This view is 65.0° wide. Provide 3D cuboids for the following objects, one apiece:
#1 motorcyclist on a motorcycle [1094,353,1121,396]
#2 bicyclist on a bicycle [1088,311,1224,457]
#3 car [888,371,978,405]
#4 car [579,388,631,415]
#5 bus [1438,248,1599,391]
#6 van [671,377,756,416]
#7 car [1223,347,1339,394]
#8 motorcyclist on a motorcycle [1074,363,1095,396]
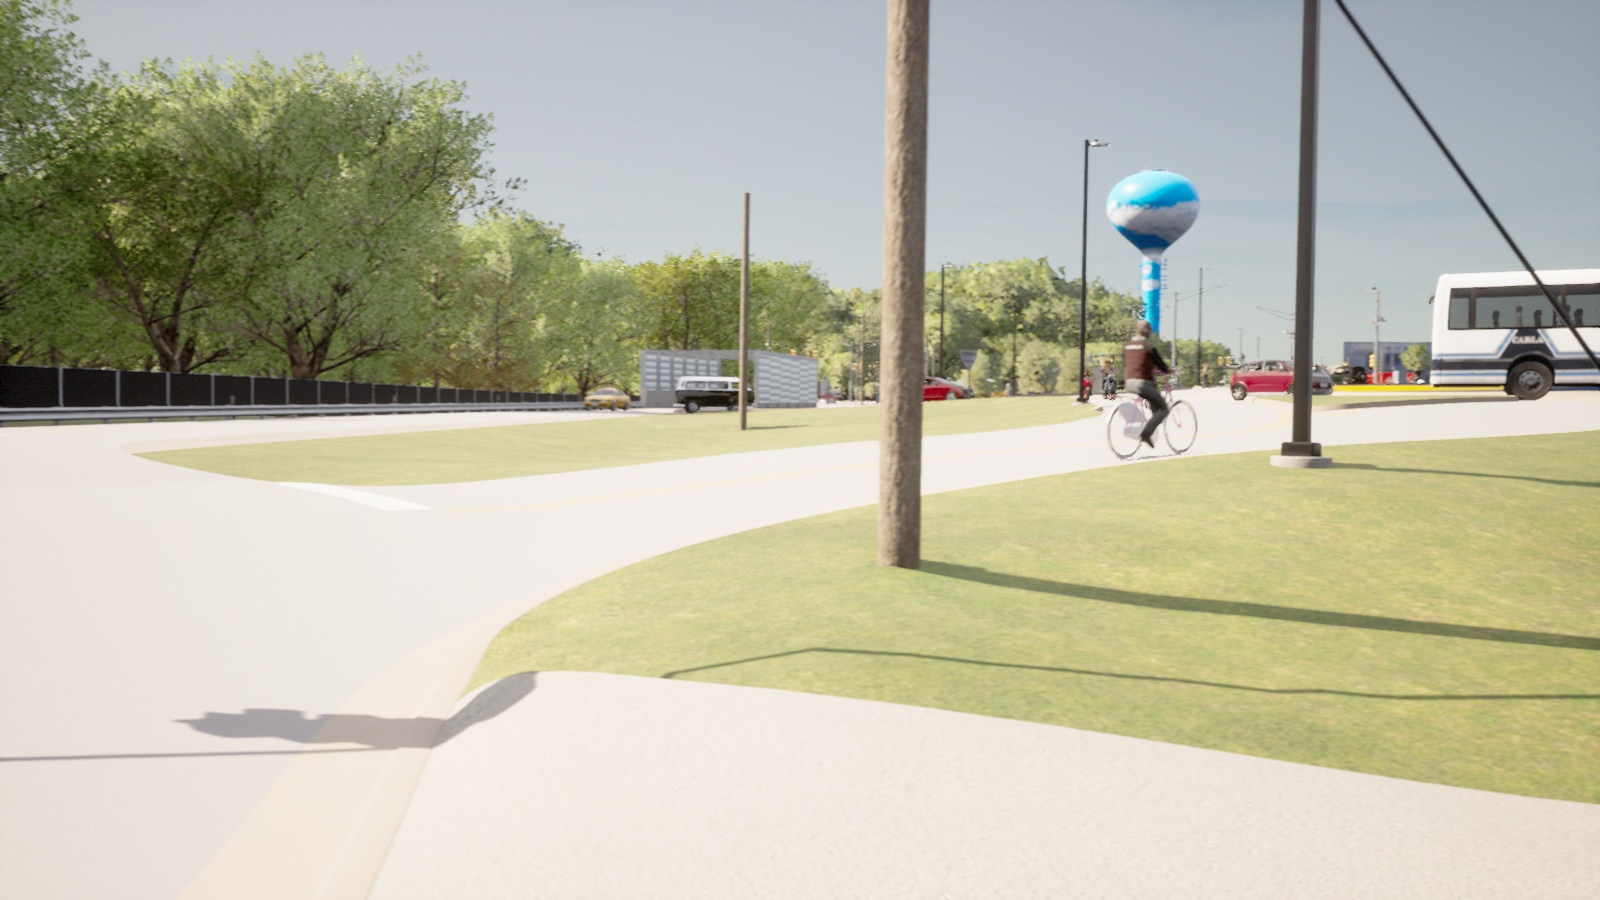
[{"bbox_3d":[12.152,-2.981,49.690,0.766,1.649,2.350,-1,3,7],"label":"motorcyclist on a motorcycle"},{"bbox_3d":[4.647,-0.876,16.314,1.843,1.776,0.659,-5,4,-37],"label":"bicyclist on a bicycle"},{"bbox_3d":[6.881,-3.223,65.230,4.193,1.474,1.816,-3,2,29],"label":"car"},{"bbox_3d":[-12.137,-3.039,78.446,1.801,1.575,5.366,0,2,7],"label":"car"},{"bbox_3d":[26.237,-4.142,40.218,10.273,4.253,3.944,0,1,26],"label":"bus"},{"bbox_3d":[-4.800,-2.970,69.521,4.480,2.038,2.069,-1,2,-10],"label":"van"},{"bbox_3d":[17.731,-2.887,46.443,1.789,1.549,3.705,-1,1,-30],"label":"car"},{"bbox_3d":[13.373,-3.301,59.077,0.797,1.523,2.044,0,2,7],"label":"motorcyclist on a motorcycle"}]
